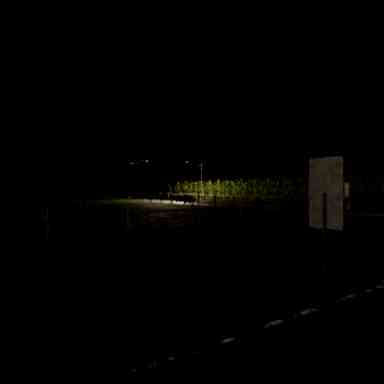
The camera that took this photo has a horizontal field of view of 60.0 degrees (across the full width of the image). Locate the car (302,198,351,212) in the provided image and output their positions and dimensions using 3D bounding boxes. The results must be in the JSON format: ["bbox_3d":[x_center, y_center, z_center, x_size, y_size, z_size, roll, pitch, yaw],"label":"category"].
[{"bbox_3d":[13.188,1.184,32.878,2.128,1.511,4.902,0,1,-32],"label":"car"}]

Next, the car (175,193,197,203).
[{"bbox_3d":[-1.009,0.986,54.929,2.128,1.511,4.902,0,1,-32],"label":"car"}]
